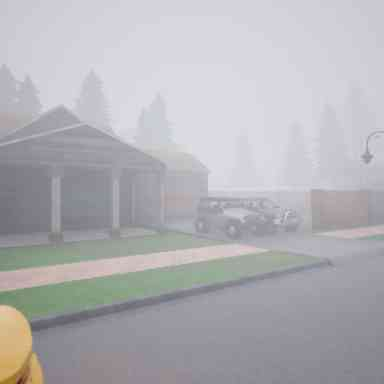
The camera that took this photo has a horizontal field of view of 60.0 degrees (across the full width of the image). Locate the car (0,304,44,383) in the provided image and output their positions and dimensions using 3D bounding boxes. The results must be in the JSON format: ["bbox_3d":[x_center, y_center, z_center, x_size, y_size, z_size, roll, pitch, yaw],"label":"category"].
[{"bbox_3d":[-3.415,1.477,1.525,5.008,1.535,1.882,0,0,-36],"label":"car"}]

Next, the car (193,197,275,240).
[{"bbox_3d":[1.740,1.176,16.142,1.905,1.878,3.866,0,0,-36],"label":"car"}]

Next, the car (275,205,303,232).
[{"bbox_3d":[3.549,1.174,17.931,1.932,1.855,4.605,0,0,-36],"label":"car"}]
